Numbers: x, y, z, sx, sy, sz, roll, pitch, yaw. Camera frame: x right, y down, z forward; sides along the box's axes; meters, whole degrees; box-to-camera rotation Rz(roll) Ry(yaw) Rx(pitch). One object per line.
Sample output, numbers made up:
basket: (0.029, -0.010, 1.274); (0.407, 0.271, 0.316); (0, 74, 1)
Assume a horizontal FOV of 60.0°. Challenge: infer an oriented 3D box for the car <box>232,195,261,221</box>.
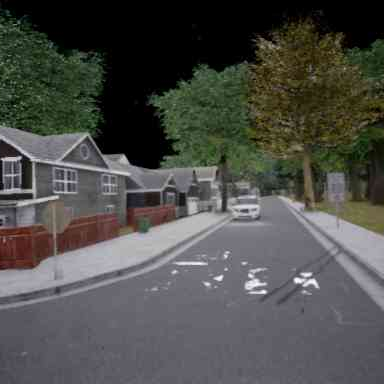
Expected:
car: (4.849, 1.398, 29.309); (2.150, 2.045, 5.566); (-3, 1, 14)
